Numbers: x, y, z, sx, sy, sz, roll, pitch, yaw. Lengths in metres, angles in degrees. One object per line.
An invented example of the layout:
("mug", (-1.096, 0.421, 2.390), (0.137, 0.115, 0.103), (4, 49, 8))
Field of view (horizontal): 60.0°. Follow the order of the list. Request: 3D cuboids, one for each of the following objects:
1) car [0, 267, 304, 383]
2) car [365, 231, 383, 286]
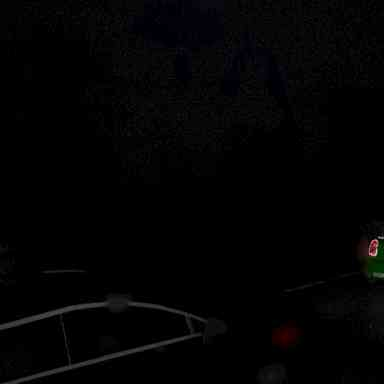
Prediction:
("car", (-0.998, 1.491, 3.014), (4.902, 1.511, 2.128), (0, 0, -36))
("car", (6.320, 1.352, 8.204), (4.553, 1.767, 2.097), (0, 0, -35))
